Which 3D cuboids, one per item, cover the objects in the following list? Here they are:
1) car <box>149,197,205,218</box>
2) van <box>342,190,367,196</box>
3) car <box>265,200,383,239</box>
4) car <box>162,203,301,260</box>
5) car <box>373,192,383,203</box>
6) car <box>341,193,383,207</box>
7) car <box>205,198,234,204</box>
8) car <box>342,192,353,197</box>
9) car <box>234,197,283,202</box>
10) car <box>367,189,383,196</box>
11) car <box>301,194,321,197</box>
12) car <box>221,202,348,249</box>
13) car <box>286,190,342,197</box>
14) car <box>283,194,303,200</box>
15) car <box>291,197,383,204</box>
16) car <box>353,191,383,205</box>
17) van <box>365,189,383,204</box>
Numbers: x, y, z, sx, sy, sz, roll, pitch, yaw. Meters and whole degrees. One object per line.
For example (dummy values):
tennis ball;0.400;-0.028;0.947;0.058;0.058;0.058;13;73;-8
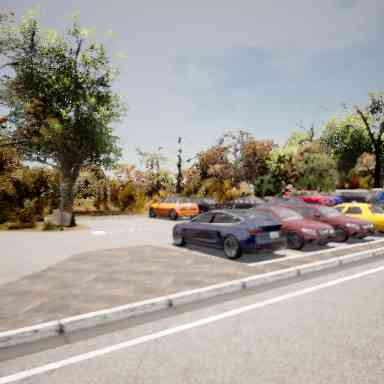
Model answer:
car;-1.471;1.148;25.453;2.185;1.767;4.553;-1;0;-35
van;19.362;0.781;40.032;1.878;1.987;4.442;-2;1;-35
car;5.790;1.315;15.222;2.002;1.452;4.674;-1;0;-35
car;1.156;1.348;11.986;2.163;1.488;4.792;-1;0;-35
car;28.524;0.722;46.644;2.231;1.521;4.892;-2;1;-35
car;21.590;0.965;41.787;2.163;1.488;4.792;-2;1;-35
car;0.721;1.253;27.030;2.097;1.535;5.008;-1;0;-35
car;14.577;1.120;36.799;2.097;1.535;5.008;0;0;-35
car;5.432;1.210;30.366;2.231;1.521;4.892;-1;0;-35
car;15.043;0.937;21.711;2.435;2.045;5.566;-1;0;-35
car;9.966;1.196;33.518;2.163;1.488;4.792;-1;0;-35
car;3.482;1.337;13.594;2.002;1.452;4.674;-1;0;-35
car;12.271;0.894;35.146;2.435;2.045;5.566;-1;0;-35
car;7.658;1.218;31.891;2.163;1.488;4.792;-1;0;-35
car;7.994;1.250;17.000;1.946;1.575;5.366;-1;0;-35
car;23.827;0.741;43.287;2.185;1.767;4.553;-2;1;-35
van;26.147;0.567;45.104;1.878;1.987;4.442;-2;1;-35
